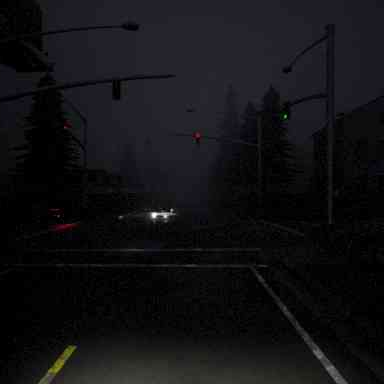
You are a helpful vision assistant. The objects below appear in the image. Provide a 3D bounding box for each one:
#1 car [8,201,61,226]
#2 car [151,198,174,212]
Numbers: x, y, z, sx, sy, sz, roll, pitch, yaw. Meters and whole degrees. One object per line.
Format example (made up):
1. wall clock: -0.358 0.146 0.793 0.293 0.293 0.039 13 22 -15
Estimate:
1. car: -11.070 1.317 21.461 4.902 1.511 2.128 1 0 -1
2. car: -3.477 1.564 38.045 1.994 1.385 4.181 0 0 0
